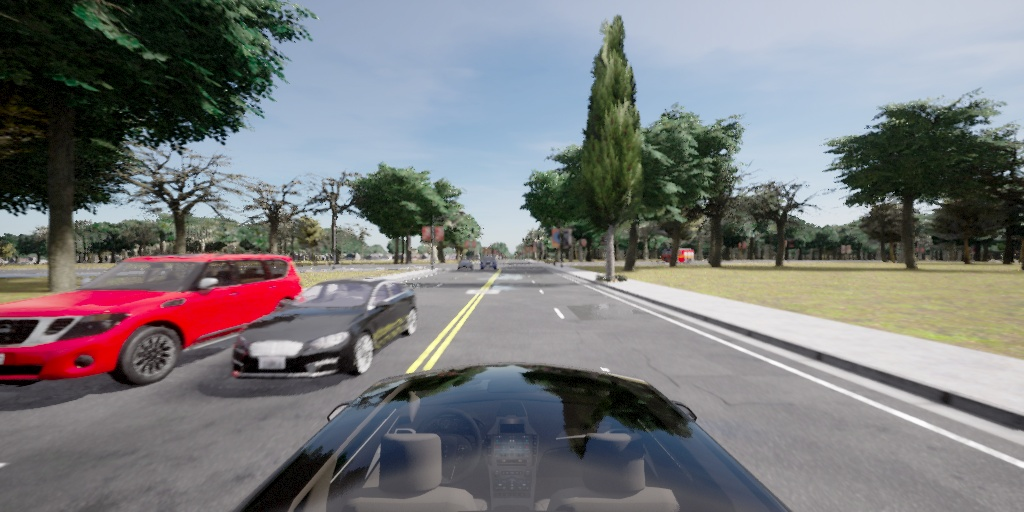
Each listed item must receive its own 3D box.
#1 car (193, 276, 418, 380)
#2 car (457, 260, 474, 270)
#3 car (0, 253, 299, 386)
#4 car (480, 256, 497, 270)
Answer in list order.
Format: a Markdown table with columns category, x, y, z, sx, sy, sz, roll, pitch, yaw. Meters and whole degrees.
| category | x | y | z | sx | sy | sz | roll | pitch | yaw |
| --- | --- | --- | --- | --- | --- | --- | --- | --- | --- |
| car | -3.350 | 1.228 | 7.458 | 2.128 | 1.511 | 4.902 | 0 | 0 | 0 |
| car | -6.504 | 1.298 | 50.719 | 1.994 | 1.385 | 4.181 | 0 | 0 | 0 |
| car | -6.601 | 0.959 | 7.317 | 2.150 | 2.045 | 5.566 | 0 | 0 | 0 |
| car | -3.254 | 0.999 | 50.689 | 2.150 | 2.045 | 5.566 | 0 | 0 | 0 |
